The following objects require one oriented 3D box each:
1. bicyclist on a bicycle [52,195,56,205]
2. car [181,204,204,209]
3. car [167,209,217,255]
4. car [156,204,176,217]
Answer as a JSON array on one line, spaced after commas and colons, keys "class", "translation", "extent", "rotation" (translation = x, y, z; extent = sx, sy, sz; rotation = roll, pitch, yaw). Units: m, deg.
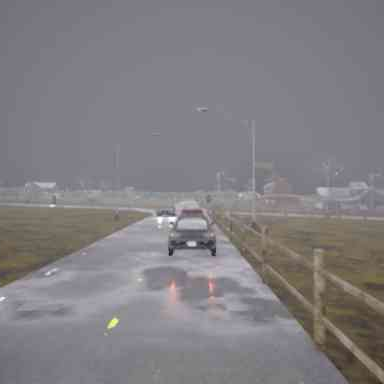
[{"class": "bicyclist on a bicycle", "translation": [-22.629, 1.302, 54.640], "extent": [0.582, 1.620, 1.656], "rotation": [2, -1, 0]}, {"class": "car", "translation": [0.022, 1.799, 29.242], "extent": [1.882, 1.535, 5.008], "rotation": [0, -1, 0]}, {"class": "car", "translation": [0.019, 1.668, 13.917], "extent": [1.812, 1.442, 4.674], "rotation": [0, 0, 0]}, {"class": "car", "translation": [-2.776, 1.982, 36.627], "extent": [1.994, 1.385, 4.181], "rotation": [0, -1, 0]}]
